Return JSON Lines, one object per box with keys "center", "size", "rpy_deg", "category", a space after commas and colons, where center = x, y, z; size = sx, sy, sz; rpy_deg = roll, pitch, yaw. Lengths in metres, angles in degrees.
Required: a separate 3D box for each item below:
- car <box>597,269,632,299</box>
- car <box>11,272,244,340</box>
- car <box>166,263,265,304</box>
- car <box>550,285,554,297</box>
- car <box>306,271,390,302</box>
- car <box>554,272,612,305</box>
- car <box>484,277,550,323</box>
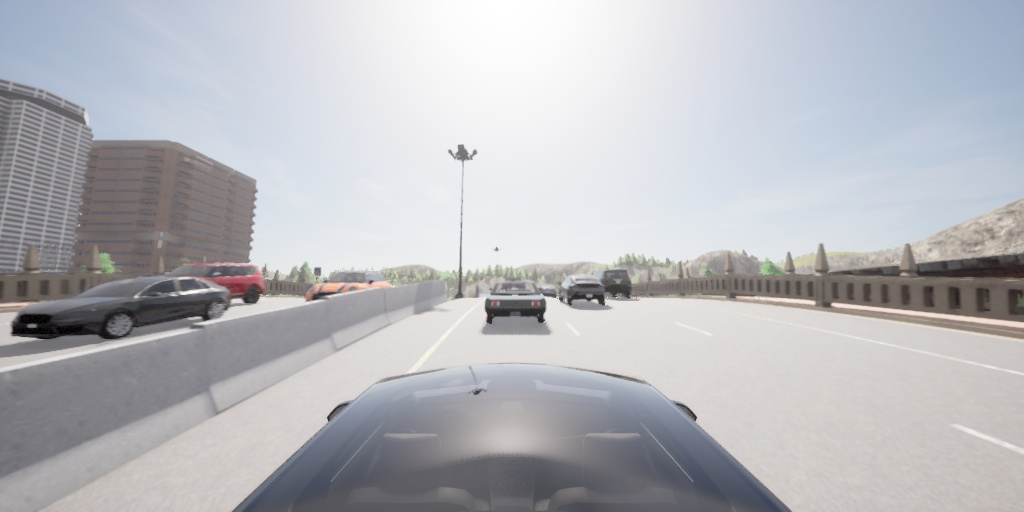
{"center": [7.120, 2.098, 26.684], "size": [2.150, 2.045, 5.566], "rpy_deg": [0, -5, 0], "category": "car"}
{"center": [-10.588, 1.351, 10.347], "size": [1.837, 1.490, 4.892], "rpy_deg": [0, -1, 0], "category": "car"}
{"center": [-14.074, 1.319, 16.566], "size": [2.150, 2.045, 5.566], "rpy_deg": [0, -3, 0], "category": "car"}
{"center": [3.630, 3.836, 38.427], "size": [1.994, 1.385, 4.181], "rpy_deg": [0, -7, 0], "category": "car"}
{"center": [-7.071, 1.429, 15.992], "size": [2.097, 1.767, 4.553], "rpy_deg": [0, -3, 0], "category": "car"}
{"center": [3.614, 1.770, 19.154], "size": [1.837, 1.490, 4.892], "rpy_deg": [0, -4, 0], "category": "car"}
{"center": [0.108, 1.542, 12.906], "size": [1.895, 1.301, 4.718], "rpy_deg": [0, -2, 0], "category": "car"}
